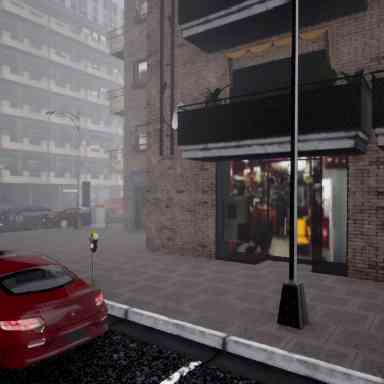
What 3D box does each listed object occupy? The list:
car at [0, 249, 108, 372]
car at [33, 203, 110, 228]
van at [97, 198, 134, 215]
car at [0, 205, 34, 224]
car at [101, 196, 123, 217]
[{"bbox_3d":[-3.085,1.582,5.205,4.206,1.307,1.802,0,0,36],"label":"car"},{"bbox_3d":[-8.461,1.756,23.702,1.887,1.381,4.507,0,-1,36],"label":"car"},{"bbox_3d":[-8.635,1.606,37.821,1.690,1.788,3.998,0,-1,36],"label":"van"},{"bbox_3d":[-13.243,1.727,26.979,1.994,1.385,4.181,1,0,36],"label":"car"},{"bbox_3d":[-7.761,1.485,34.612,2.150,2.045,5.566,1,0,36],"label":"car"}]
